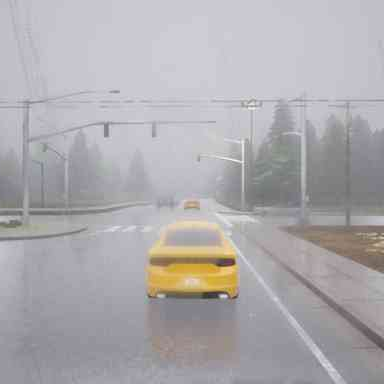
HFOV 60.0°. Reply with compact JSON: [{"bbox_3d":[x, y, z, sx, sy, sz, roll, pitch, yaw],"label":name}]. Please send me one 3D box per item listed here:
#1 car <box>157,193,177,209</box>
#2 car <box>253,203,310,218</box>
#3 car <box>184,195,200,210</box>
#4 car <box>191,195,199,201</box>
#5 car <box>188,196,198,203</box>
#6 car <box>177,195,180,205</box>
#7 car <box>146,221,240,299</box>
[{"bbox_3d":[-3.592,1.221,45.658,2.150,2.045,5.566,0,0,-1],"label":"car"},{"bbox_3d":[7.840,1.628,29.620,4.718,1.301,1.895,0,0,1],"label":"car"},{"bbox_3d":[0.020,1.478,42.176,1.882,1.535,5.008,0,0,0],"label":"car"},{"bbox_3d":[0.701,1.442,83.129,1.837,1.490,4.892,0,0,2],"label":"car"},{"bbox_3d":[0.302,1.537,72.736,2.033,1.411,5.357,0,0,2],"label":"car"},{"bbox_3d":[-3.537,1.352,55.952,2.097,1.767,4.553,0,0,0],"label":"car"},{"bbox_3d":[0.049,1.474,8.513,1.882,1.535,5.008,0,0,1],"label":"car"}]
